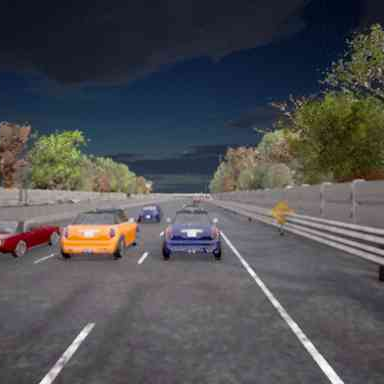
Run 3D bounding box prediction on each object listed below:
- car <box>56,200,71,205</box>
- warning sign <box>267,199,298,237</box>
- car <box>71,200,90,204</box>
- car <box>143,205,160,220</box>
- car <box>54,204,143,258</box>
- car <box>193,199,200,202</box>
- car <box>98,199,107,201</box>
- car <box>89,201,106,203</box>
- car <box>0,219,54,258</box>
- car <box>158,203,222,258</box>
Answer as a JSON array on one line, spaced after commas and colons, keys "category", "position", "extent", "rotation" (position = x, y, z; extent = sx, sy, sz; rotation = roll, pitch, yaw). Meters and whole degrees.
[{"category": "car", "position": [-24.530, 2.262, 64.547], "extent": [2.033, 1.411, 5.357], "rotation": [0, -1, 0]}, {"category": "warning sign", "position": [4.540, 1.288, 16.809], "extent": [1.300, 1.860, 1.060], "rotation": [0, -1, 0]}, {"category": "car", "position": [-21.032, 2.237, 64.640], "extent": [2.128, 1.511, 4.902], "rotation": [0, -1, 0]}, {"category": "car", "position": [-3.493, 1.831, 28.915], "extent": [1.812, 1.442, 4.674], "rotation": [0, 0, 0]}, {"category": "car", "position": [-3.489, 1.489, 13.439], "extent": [2.097, 1.767, 4.553], "rotation": [0, -1, 0]}, {"category": "car", "position": [1.185, 2.476, 86.798], "extent": [1.882, 1.535, 5.008], "rotation": [0, -1, 0]}, {"category": "car", "position": [-17.537, 2.225, 64.784], "extent": [1.837, 1.490, 4.892], "rotation": [0, 0, 0]}, {"category": "car", "position": [-6.996, 1.794, 28.514], "extent": [2.128, 1.511, 4.902], "rotation": [0, 0, 0]}, {"category": "car", "position": [-6.992, 1.737, 13.257], "extent": [1.895, 1.301, 4.718], "rotation": [0, -1, 0]}, {"category": "car", "position": [0.011, 1.489, 13.440], "extent": [2.097, 1.767, 4.553], "rotation": [0, -1, 0]}]
